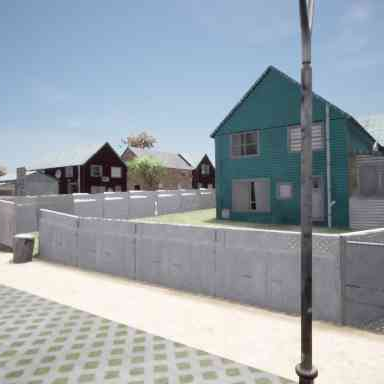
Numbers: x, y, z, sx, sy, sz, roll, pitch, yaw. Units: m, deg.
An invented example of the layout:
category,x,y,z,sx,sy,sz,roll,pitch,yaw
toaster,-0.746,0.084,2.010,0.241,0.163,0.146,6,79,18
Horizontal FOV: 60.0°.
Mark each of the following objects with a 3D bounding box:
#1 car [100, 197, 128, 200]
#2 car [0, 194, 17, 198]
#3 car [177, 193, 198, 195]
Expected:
category,x,y,z,sx,sy,sz,roll,pitch,yaw
car,-6.861,0.947,29.636,1.837,1.490,4.892,-1,1,35
car,-12.737,1.067,21.437,2.097,1.767,4.553,-1,1,37
car,-0.992,0.522,37.940,2.097,1.767,4.553,-1,1,36
